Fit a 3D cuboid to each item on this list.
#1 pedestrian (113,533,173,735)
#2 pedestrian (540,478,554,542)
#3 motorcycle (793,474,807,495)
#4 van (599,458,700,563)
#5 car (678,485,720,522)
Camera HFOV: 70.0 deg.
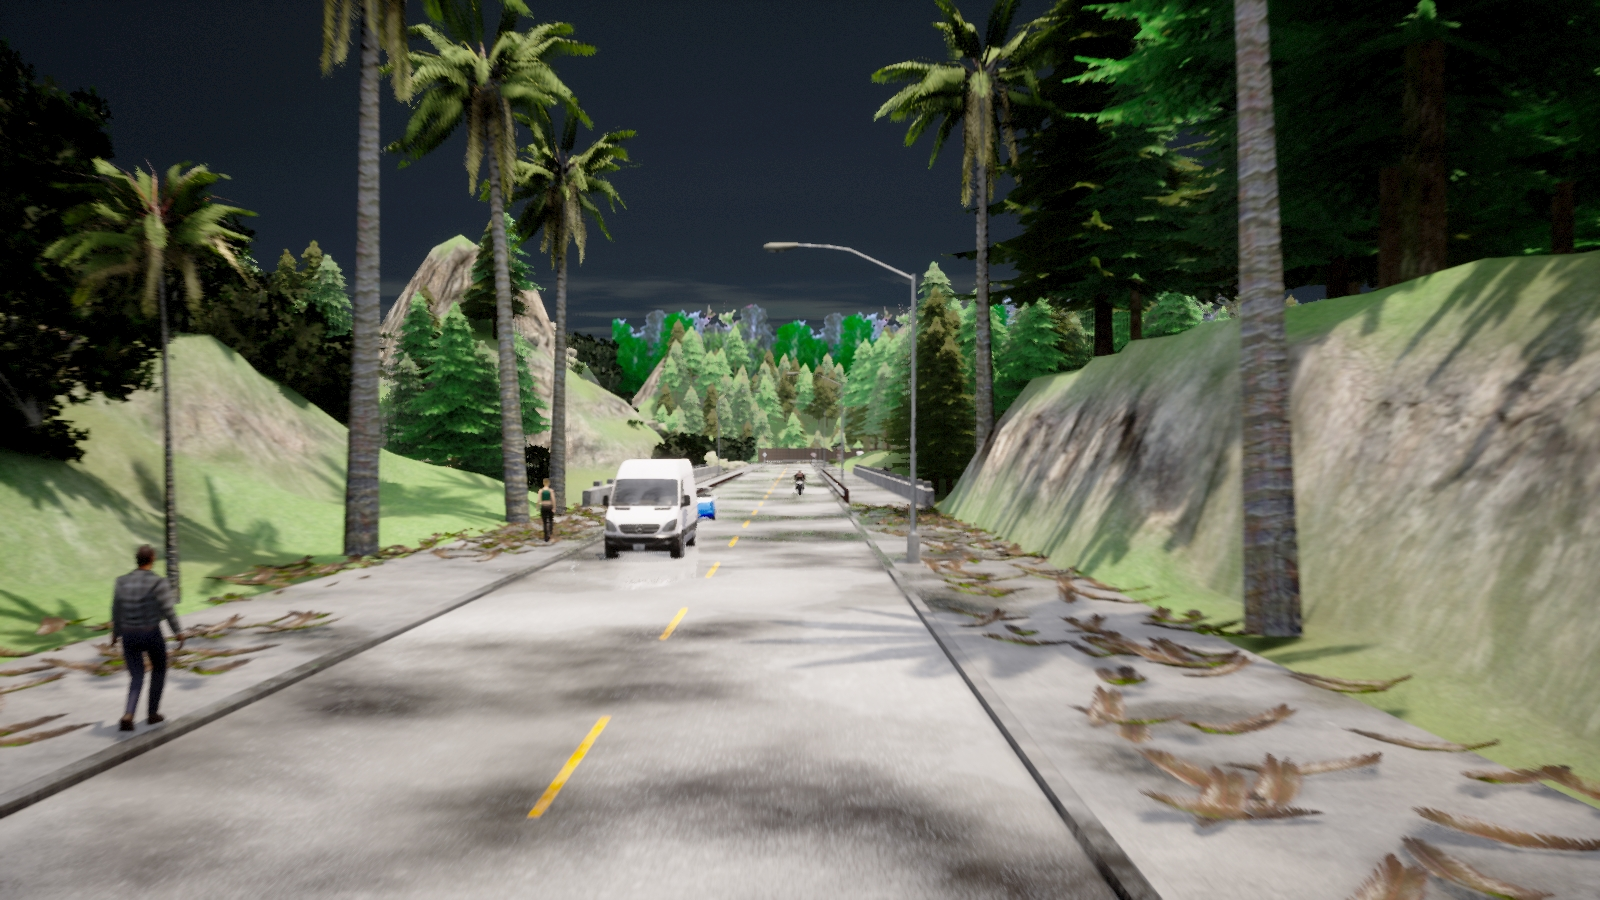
[{"bbox_3d":[-6.274,1.743,10.916,0.375,1.860,0.375,0,0,-6],"label":"pedestrian"},{"bbox_3d":[-7.390,1.742,33.344,0.375,1.860,0.375,0,0,-11],"label":"pedestrian"},{"bbox_3d":[-0.002,2.203,73.638,0.867,1.251,2.209,0,0,0],"label":"motorcycle"},{"bbox_3d":[-3.992,1.534,31.318,1.988,2.561,5.915,0,0,0],"label":"van"},{"bbox_3d":[-4.005,2.120,45.626,1.481,1.376,2.207,0,0,0],"label":"car"}]
